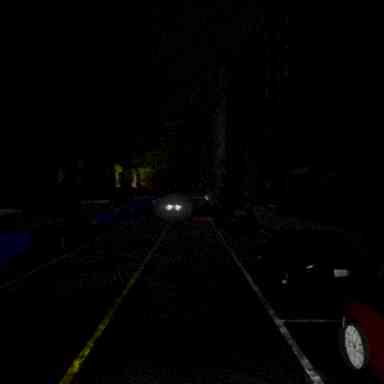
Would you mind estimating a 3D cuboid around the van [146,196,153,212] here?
[{"bbox_3d":[-5.701,1.370,36.646,1.690,1.788,3.998,0,0,0],"label":"van"}]

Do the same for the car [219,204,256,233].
[{"bbox_3d":[2.838,1.604,19.696,1.802,1.307,4.206,0,0,0],"label":"car"}]

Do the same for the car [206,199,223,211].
[{"bbox_3d":[2.821,1.611,42.338,1.802,1.307,4.206,0,0,0],"label":"car"}]

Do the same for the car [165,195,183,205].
[{"bbox_3d":[-3.091,1.625,58.188,1.895,1.301,4.718,0,0,0],"label":"car"}]

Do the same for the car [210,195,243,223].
[{"bbox_3d":[2.833,1.341,25.357,2.192,1.841,5.009,0,0,0],"label":"car"}]

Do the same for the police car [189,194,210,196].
[{"bbox_3d":[0.866,1.455,42.418,1.930,1.638,5.238,0,0,0],"label":"police car"}]

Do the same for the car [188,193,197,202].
[{"bbox_3d":[0.860,1.379,48.278,2.097,1.767,4.553,0,0,0],"label":"car"}]

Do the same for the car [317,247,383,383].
[{"bbox_3d":[2.851,1.549,2.715,1.887,1.381,4.507,0,0,0],"label":"car"}]

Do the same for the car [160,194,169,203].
[{"bbox_3d":[-5.725,1.329,70.594,2.192,1.841,5.009,0,0,0],"label":"car"}]

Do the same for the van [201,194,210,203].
[{"bbox_3d":[2.799,1.355,70.640,1.690,1.788,3.998,0,0,0],"label":"van"}]

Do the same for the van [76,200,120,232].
[{"bbox_3d":[-5.688,1.363,19.672,1.690,1.788,3.998,0,0,0],"label":"van"}]

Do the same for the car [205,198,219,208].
[{"bbox_3d":[2.817,1.610,47.999,1.802,1.307,4.206,0,0,0],"label":"car"}]

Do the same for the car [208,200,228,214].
[{"bbox_3d":[2.826,1.574,36.678,1.887,1.381,4.507,0,0,0],"label":"car"}]

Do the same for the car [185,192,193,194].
[{"bbox_3d":[-0.066,1.398,82.861,2.128,1.511,4.902,0,0,0],"label":"car"}]

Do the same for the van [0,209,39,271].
[{"bbox_3d":[-5.679,1.353,8.357,1.690,1.788,3.998,0,0,0],"label":"van"}]

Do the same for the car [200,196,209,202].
[{"bbox_3d":[2.795,1.574,76.301,1.947,1.339,4.313,0,0,0],"label":"car"}]

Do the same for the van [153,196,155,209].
[{"bbox_3d":[-5.704,1.370,42.304,1.690,1.788,3.998,0,0,0],"label":"van"}]

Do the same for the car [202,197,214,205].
[{"bbox_3d":[2.808,1.568,59.320,1.887,1.381,4.507,0,0,0],"label":"car"}]

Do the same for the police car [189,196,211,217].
[{"bbox_3d":[0.874,1.454,32.419,1.930,1.638,5.238,0,0,0],"label":"police car"}]

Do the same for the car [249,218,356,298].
[{"bbox_3d":[2.846,1.577,8.374,1.947,1.339,4.313,0,0,0],"label":"car"}]

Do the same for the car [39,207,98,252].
[{"bbox_3d":[-5.683,1.562,14.014,1.887,1.381,4.507,0,0,0],"label":"car"}]

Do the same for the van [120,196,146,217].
[{"bbox_3d":[-5.696,1.369,30.988,1.690,1.788,3.998,0,0,0],"label":"van"}]
